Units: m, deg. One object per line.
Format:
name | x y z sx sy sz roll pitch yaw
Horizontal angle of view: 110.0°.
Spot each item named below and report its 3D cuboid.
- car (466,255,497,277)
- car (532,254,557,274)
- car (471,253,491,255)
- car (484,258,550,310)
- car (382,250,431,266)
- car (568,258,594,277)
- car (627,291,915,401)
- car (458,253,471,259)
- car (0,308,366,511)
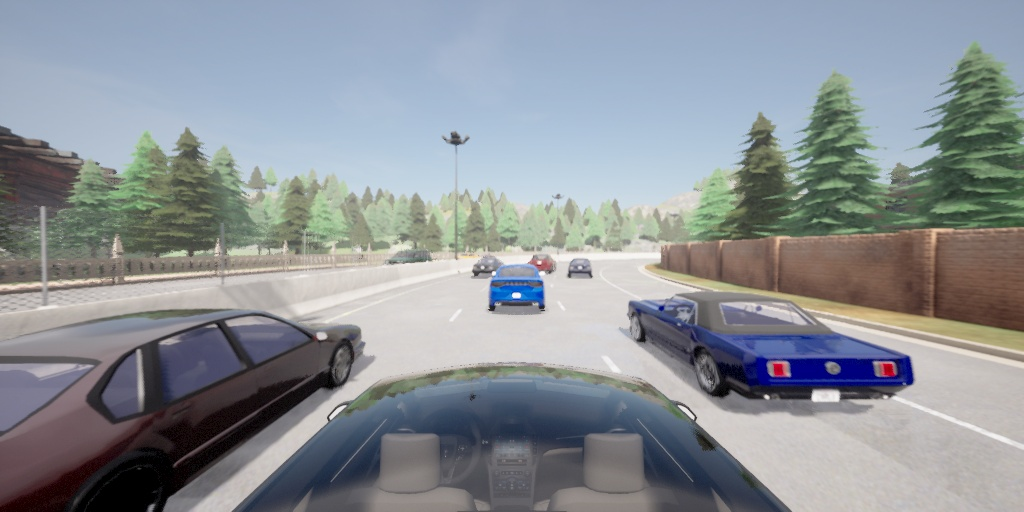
car | -1.665 0.842 28.478 2.033 1.411 5.357 0 1 11
car | 2.808 0.581 32.300 2.097 1.767 4.553 0 1 13
car | -4.049 0.396 55.671 1.994 1.385 4.181 0 1 25
car | 0.232 1.026 13.523 1.882 1.535 5.008 0 1 2
car | -8.654 0.490 30.088 2.150 2.045 5.566 0 1 11
car | 5.399 0.846 28.229 2.033 1.411 5.357 0 1 11
car | 3.602 1.272 6.324 1.895 1.301 4.718 0 1 0
car | -7.244 0.286 57.098 1.882 1.535 5.008 0 1 25
car | -3.399 1.265 3.634 2.033 1.411 5.357 0 1 0
